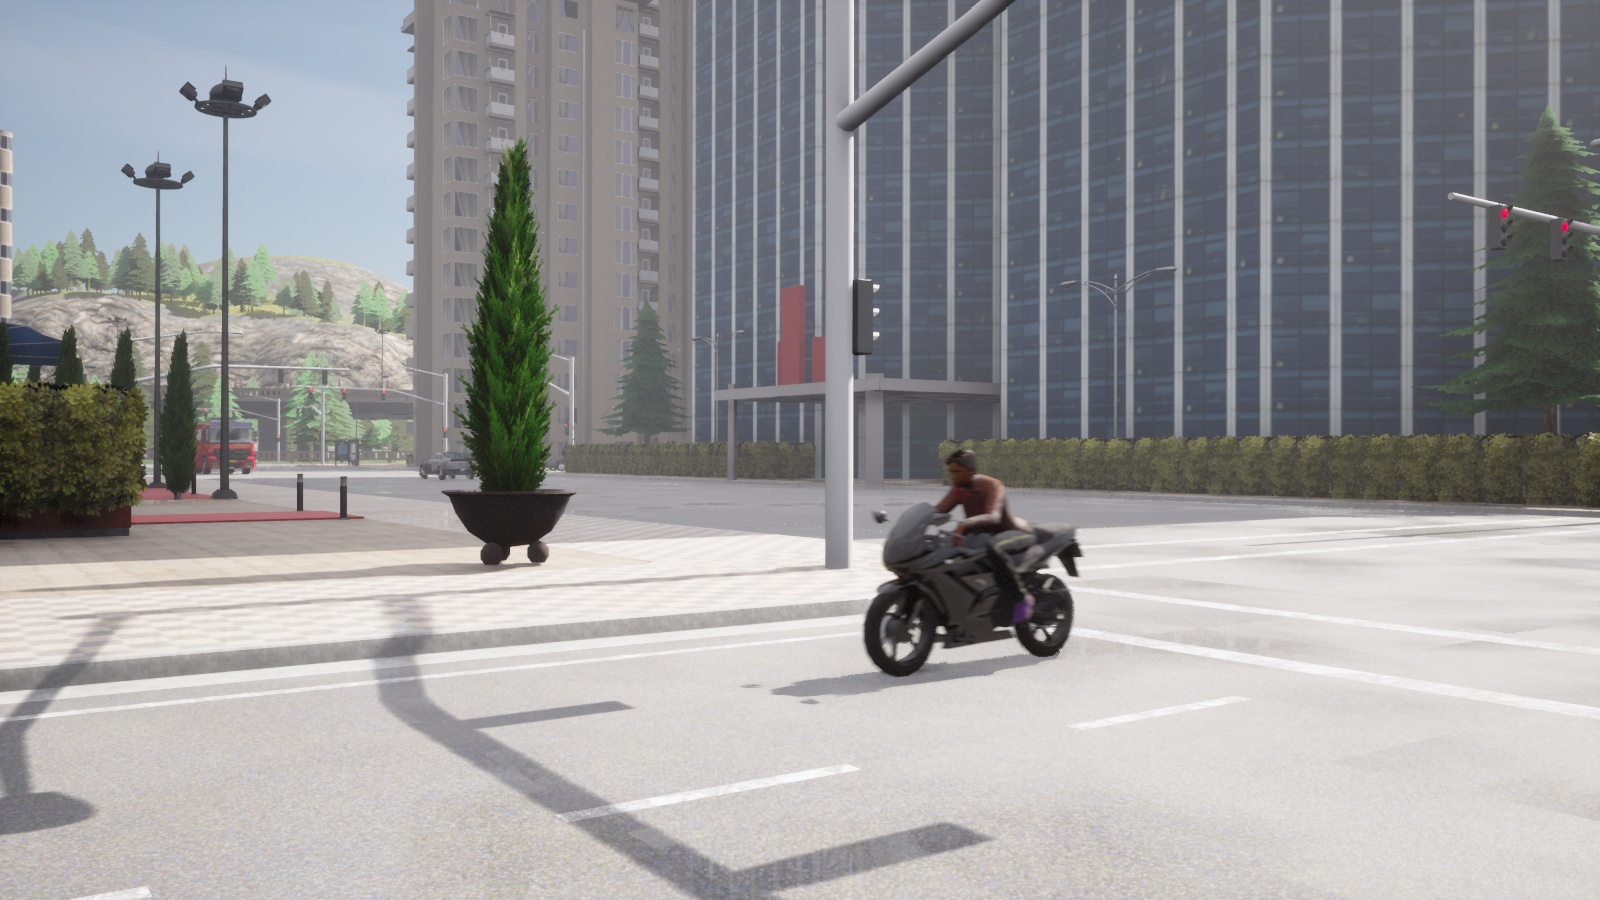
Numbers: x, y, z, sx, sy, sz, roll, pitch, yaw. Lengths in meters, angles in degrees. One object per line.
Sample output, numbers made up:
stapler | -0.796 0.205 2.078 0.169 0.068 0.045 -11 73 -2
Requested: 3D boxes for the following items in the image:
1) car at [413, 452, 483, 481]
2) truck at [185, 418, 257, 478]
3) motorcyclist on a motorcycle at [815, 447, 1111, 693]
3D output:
car | -19.263 0.907 68.566 2.128 1.511 4.902 0 0 -35
truck | -38.895 -0.131 84.239 2.891 3.827 8.468 0 0 -35
motorcyclist on a motorcycle | 1.160 0.746 8.694 2.044 1.523 0.797 0 -1 -37
